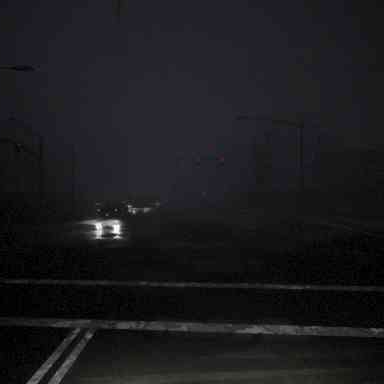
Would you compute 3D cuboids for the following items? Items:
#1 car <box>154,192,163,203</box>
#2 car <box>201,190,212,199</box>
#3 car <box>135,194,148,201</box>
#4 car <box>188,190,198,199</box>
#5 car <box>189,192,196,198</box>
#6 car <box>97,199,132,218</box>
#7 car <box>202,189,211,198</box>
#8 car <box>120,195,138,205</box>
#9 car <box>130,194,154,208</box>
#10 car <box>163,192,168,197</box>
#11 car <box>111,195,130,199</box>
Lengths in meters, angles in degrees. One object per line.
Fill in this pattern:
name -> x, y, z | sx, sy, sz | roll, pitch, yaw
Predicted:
car -> -6.923, 1.155, 61.148 | 1.882, 1.535, 5.008 | 0, 1, 1
car -> 3.685, 0.918, 77.566 | 1.994, 1.385, 4.181 | 0, 1, 0
car -> -10.338, 1.148, 68.472 | 1.895, 1.301, 4.718 | 0, 1, 0
car -> 0.181, 0.612, 76.502 | 2.150, 2.045, 5.566 | 0, 1, 0
car -> 0.207, 0.694, 87.178 | 1.812, 1.442, 4.674 | 0, 1, 0
car -> -7.033, 1.582, 29.764 | 1.895, 1.301, 4.718 | 0, 0, 0
car -> 3.708, 0.387, 87.559 | 2.150, 2.045, 5.566 | 0, 1, 0
car -> -10.458, 1.251, 55.623 | 2.128, 1.511, 4.902 | 0, 1, 0
car -> -6.989, 1.340, 46.731 | 1.882, 1.535, 5.008 | 0, 1, 0
car -> -6.808, 0.634, 80.938 | 2.097, 1.767, 4.553 | 0, 1, 0
car -> -10.494, 1.421, 46.055 | 2.033, 1.411, 5.357 | 0, 1, 0
